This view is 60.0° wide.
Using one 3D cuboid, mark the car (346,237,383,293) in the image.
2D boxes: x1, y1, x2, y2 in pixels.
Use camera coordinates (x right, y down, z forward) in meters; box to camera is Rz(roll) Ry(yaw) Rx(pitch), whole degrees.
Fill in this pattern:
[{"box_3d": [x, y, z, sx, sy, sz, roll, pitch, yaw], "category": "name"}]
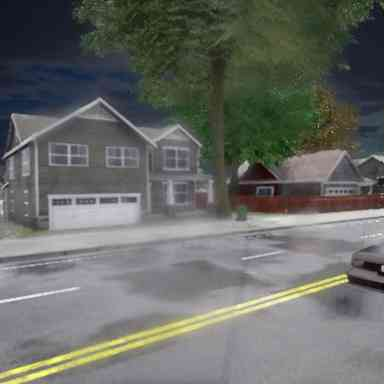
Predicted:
[{"box_3d": [5.678, 1.445, 7.574, 5.357, 1.411, 2.033, -1, 0, -35], "category": "car"}]
